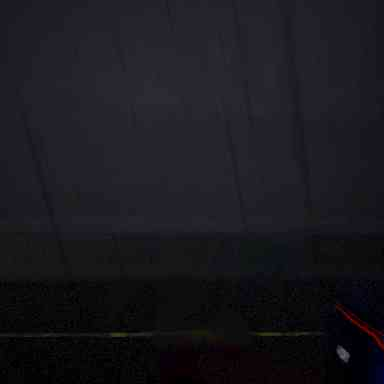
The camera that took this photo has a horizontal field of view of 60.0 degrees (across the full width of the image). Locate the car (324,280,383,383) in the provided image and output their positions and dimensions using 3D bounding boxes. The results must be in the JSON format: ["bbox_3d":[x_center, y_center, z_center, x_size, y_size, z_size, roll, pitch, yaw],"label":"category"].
[{"bbox_3d":[4.010,1.477,3.402,5.008,1.535,1.882,0,0,0],"label":"car"}]
